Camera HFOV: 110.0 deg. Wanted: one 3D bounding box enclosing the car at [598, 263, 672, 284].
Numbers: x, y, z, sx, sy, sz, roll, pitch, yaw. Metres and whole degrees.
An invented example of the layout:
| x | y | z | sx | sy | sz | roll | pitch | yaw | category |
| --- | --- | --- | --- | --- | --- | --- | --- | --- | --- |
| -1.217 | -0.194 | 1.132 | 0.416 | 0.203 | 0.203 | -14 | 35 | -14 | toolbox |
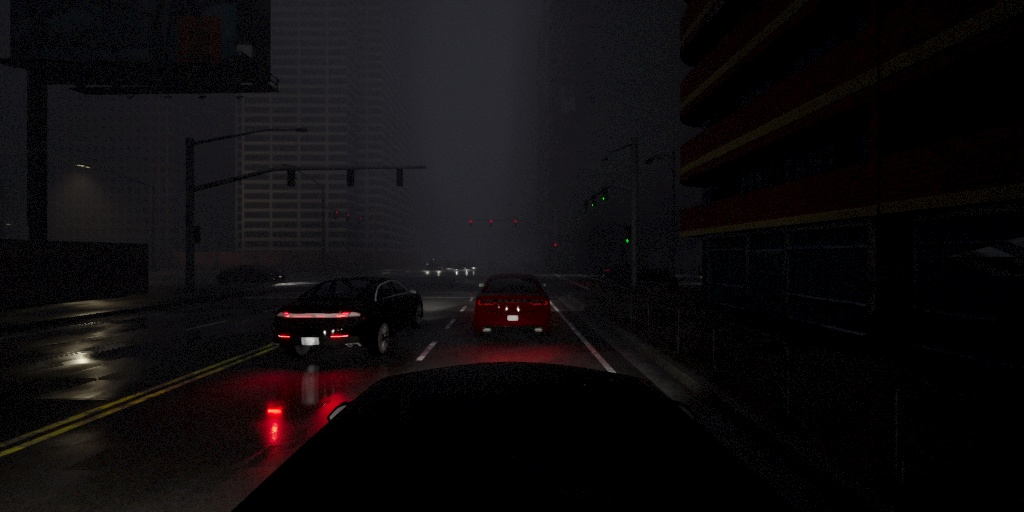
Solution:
| x | y | z | sx | sy | sz | roll | pitch | yaw | category |
| --- | --- | --- | --- | --- | --- | --- | --- | --- | --- |
| 9.093 | 1.240 | 26.019 | 4.902 | 1.511 | 2.128 | 0 | 0 | 0 | car |

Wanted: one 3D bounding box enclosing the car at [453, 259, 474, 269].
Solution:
| x | y | z | sx | sy | sz | roll | pitch | yaw | category |
| --- | --- | --- | --- | --- | --- | --- | --- | --- | --- |
| -7.489 | 1.252 | 55.614 | 1.837 | 1.490 | 4.892 | 0 | 0 | 0 | car |

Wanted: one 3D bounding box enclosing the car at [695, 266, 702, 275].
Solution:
| x | y | z | sx | sy | sz | roll | pitch | yaw | category |
| --- | --- | --- | --- | --- | --- | --- | --- | --- | --- |
| 21.452 | 1.226 | 36.698 | 5.008 | 1.535 | 1.882 | 0 | 0 | 0 | car |

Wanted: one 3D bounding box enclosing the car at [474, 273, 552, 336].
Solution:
| x | y | z | sx | sy | sz | roll | pitch | yaw | category |
| --- | --- | --- | --- | --- | --- | --- | --- | --- | --- |
| 0.012 | 1.227 | 10.440 | 1.882 | 1.535 | 5.008 | 0 | 0 | 0 | car |

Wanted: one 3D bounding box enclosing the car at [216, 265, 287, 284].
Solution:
| x | y | z | sx | sy | sz | roll | pitch | yaw | category |
| --- | --- | --- | --- | --- | --- | --- | --- | --- | --- |
| -18.775 | 1.312 | 25.961 | 4.181 | 1.385 | 1.994 | 0 | 0 | 0 | car |

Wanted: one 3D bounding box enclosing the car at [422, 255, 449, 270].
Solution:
| x | y | z | sx | sy | sz | roll | pitch | yaw | category |
| --- | --- | --- | --- | --- | --- | --- | --- | --- | --- |
| -10.963 | 1.100 | 51.705 | 2.097 | 1.767 | 4.553 | 0 | 0 | 0 | car |

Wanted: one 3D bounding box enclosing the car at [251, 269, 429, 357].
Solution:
| x | y | z | sx | sy | sz | roll | pitch | yaw | category |
| --- | --- | --- | --- | --- | --- | --- | --- | --- | --- |
| -3.476 | 1.241 | 8.552 | 2.128 | 1.511 | 4.902 | 0 | 0 | -1 | car |

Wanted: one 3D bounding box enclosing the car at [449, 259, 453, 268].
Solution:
| x | y | z | sx | sy | sz | roll | pitch | yaw | category |
| --- | --- | --- | --- | --- | --- | --- | --- | --- | --- |
| -11.011 | 1.295 | 61.904 | 2.033 | 1.411 | 5.357 | 0 | 0 | 0 | car |
